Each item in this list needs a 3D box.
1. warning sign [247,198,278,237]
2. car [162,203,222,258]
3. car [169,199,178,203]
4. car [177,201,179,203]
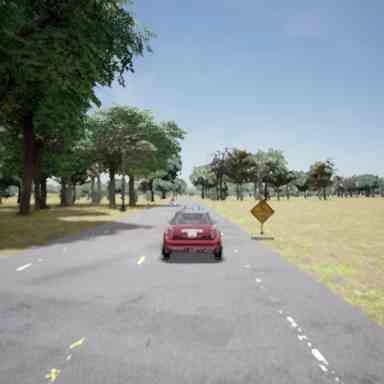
[{"bbox_3d":[3.565,1.277,16.901,1.300,1.860,1.060,1,0,0],"label":"warning sign"},{"bbox_3d":[0.021,1.479,13.407,2.097,1.767,4.553,0,-1,0],"label":"car"},{"bbox_3d":[-3.513,2.144,65.667,1.812,1.442,4.674,0,0,0],"label":"car"},{"bbox_3d":[0.020,1.763,28.508,2.128,1.511,4.902,0,0,0],"label":"car"}]
